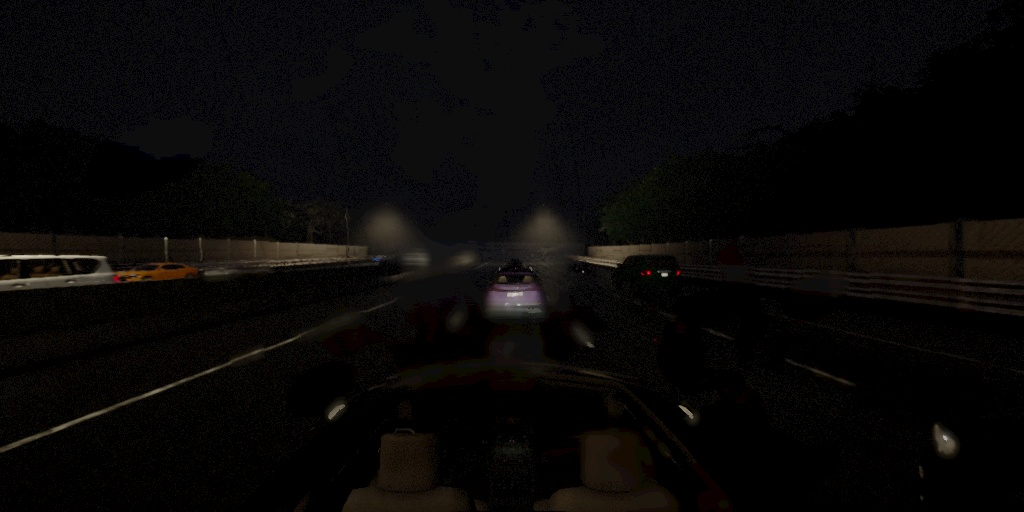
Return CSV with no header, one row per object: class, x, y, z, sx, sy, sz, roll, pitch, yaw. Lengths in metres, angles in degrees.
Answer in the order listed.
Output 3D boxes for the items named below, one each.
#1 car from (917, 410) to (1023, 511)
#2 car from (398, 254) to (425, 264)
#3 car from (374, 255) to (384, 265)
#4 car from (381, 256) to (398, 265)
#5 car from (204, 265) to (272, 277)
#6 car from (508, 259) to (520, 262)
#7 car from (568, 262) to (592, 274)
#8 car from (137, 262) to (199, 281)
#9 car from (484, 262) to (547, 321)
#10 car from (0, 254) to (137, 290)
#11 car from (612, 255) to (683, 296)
car,3.601,1.242,0.301,2.128,1.511,4.902,0,0,0
car,-13.821,0.708,50.627,2.150,2.045,5.566,0,1,1
car,-20.654,0.782,59.767,1.882,1.535,5.008,0,2,1
car,-17.283,0.958,53.374,1.812,1.442,4.674,0,1,1
car,-21.021,1.339,27.726,1.895,1.301,4.718,0,0,0
car,0.287,1.110,43.305,1.837,1.490,4.892,0,1,0
car,7.249,1.263,38.673,1.895,1.301,4.718,0,1,0
car,-24.534,1.222,24.858,1.882,1.535,5.008,0,0,0
car,0.116,1.179,12.529,2.033,1.649,4.856,0,0,0
car,-14.091,0.970,9.588,2.150,2.045,5.566,0,0,0
car,7.137,0.970,19.423,2.150,2.045,5.566,0,0,0
